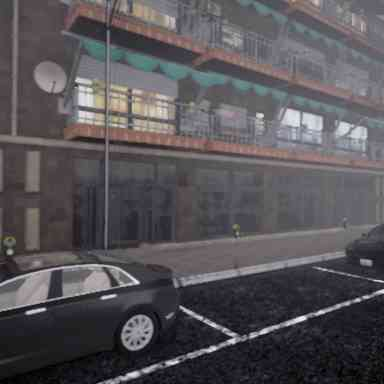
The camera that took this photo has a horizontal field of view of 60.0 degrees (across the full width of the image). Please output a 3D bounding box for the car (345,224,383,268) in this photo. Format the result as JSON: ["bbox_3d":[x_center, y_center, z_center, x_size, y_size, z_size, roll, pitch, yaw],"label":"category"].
[{"bbox_3d":[6.882,1.720,11.015,4.313,1.339,1.947,1,-1,-36],"label":"car"}]

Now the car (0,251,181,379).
[{"bbox_3d":[-2.223,1.559,4.515,4.403,1.369,2.008,1,-1,-36],"label":"car"}]
